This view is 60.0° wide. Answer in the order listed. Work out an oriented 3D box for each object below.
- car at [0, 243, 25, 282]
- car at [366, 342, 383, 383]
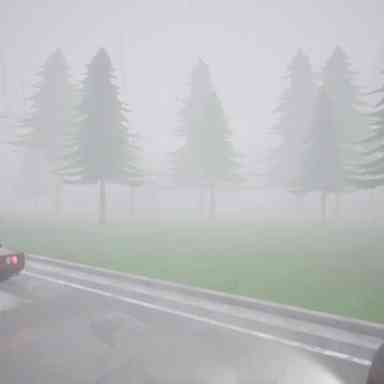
[{"bbox_3d":[-6.366,1.624,8.524,4.718,1.301,1.895,0,0,35],"label":"car"},{"bbox_3d":[3.149,1.560,1.745,4.181,1.385,1.994,0,0,36],"label":"car"}]
